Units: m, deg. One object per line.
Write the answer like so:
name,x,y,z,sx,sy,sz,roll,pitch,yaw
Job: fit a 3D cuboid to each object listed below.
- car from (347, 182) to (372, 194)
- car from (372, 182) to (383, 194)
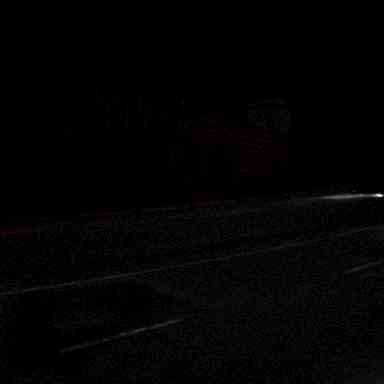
car,20.668,-0.537,40.046,4.718,1.301,1.895,-5,3,-35
car,22.975,-0.615,37.393,5.357,1.411,2.033,-5,3,-35
